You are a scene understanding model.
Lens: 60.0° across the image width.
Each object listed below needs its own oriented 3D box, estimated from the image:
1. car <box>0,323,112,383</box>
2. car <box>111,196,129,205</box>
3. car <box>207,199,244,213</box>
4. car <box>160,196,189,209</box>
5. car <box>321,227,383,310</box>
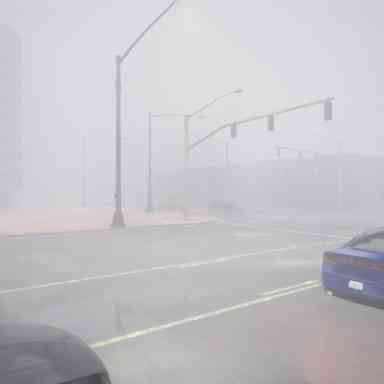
[{"bbox_3d":[-2.842,1.505,1.727,4.892,1.490,1.837,0,0,-35],"label":"car"},{"bbox_3d":[-12.907,1.491,59.574,2.128,1.511,4.902,0,0,-35],"label":"car"},{"bbox_3d":[3.602,1.489,36.379,2.128,1.511,4.902,0,0,-35],"label":"car"},{"bbox_3d":[-2.389,1.350,44.773,2.097,1.767,4.553,0,0,-36],"label":"car"},{"bbox_3d":[4.890,1.477,7.235,5.008,1.535,1.882,0,0,-35],"label":"car"}]
